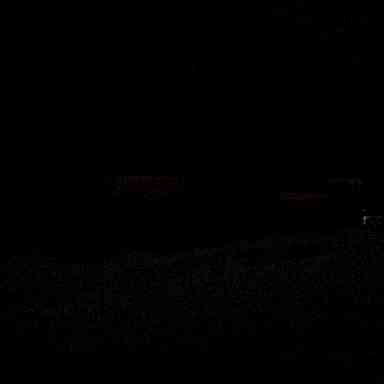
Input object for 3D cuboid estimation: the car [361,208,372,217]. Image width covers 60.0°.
[{"bbox_3d":[18.233,2.115,38.519,1.812,1.442,4.674,-1,-1,-36],"label":"car"}]
